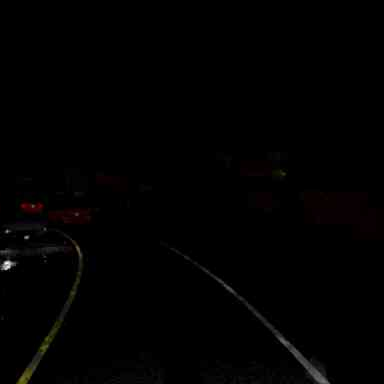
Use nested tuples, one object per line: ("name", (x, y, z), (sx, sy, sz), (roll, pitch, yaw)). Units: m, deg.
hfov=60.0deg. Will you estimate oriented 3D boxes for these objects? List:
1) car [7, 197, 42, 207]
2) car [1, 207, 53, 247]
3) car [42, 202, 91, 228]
("car", (-16.620, 1.480, 32.977), (2.150, 2.045, 5.566), (0, 0, -42))
("car", (-8.081, 1.651, 16.076), (1.812, 1.442, 4.674), (0, -1, -29))
("car", (-8.895, 1.528, 23.819), (2.097, 1.767, 4.553), (0, 0, -36))
